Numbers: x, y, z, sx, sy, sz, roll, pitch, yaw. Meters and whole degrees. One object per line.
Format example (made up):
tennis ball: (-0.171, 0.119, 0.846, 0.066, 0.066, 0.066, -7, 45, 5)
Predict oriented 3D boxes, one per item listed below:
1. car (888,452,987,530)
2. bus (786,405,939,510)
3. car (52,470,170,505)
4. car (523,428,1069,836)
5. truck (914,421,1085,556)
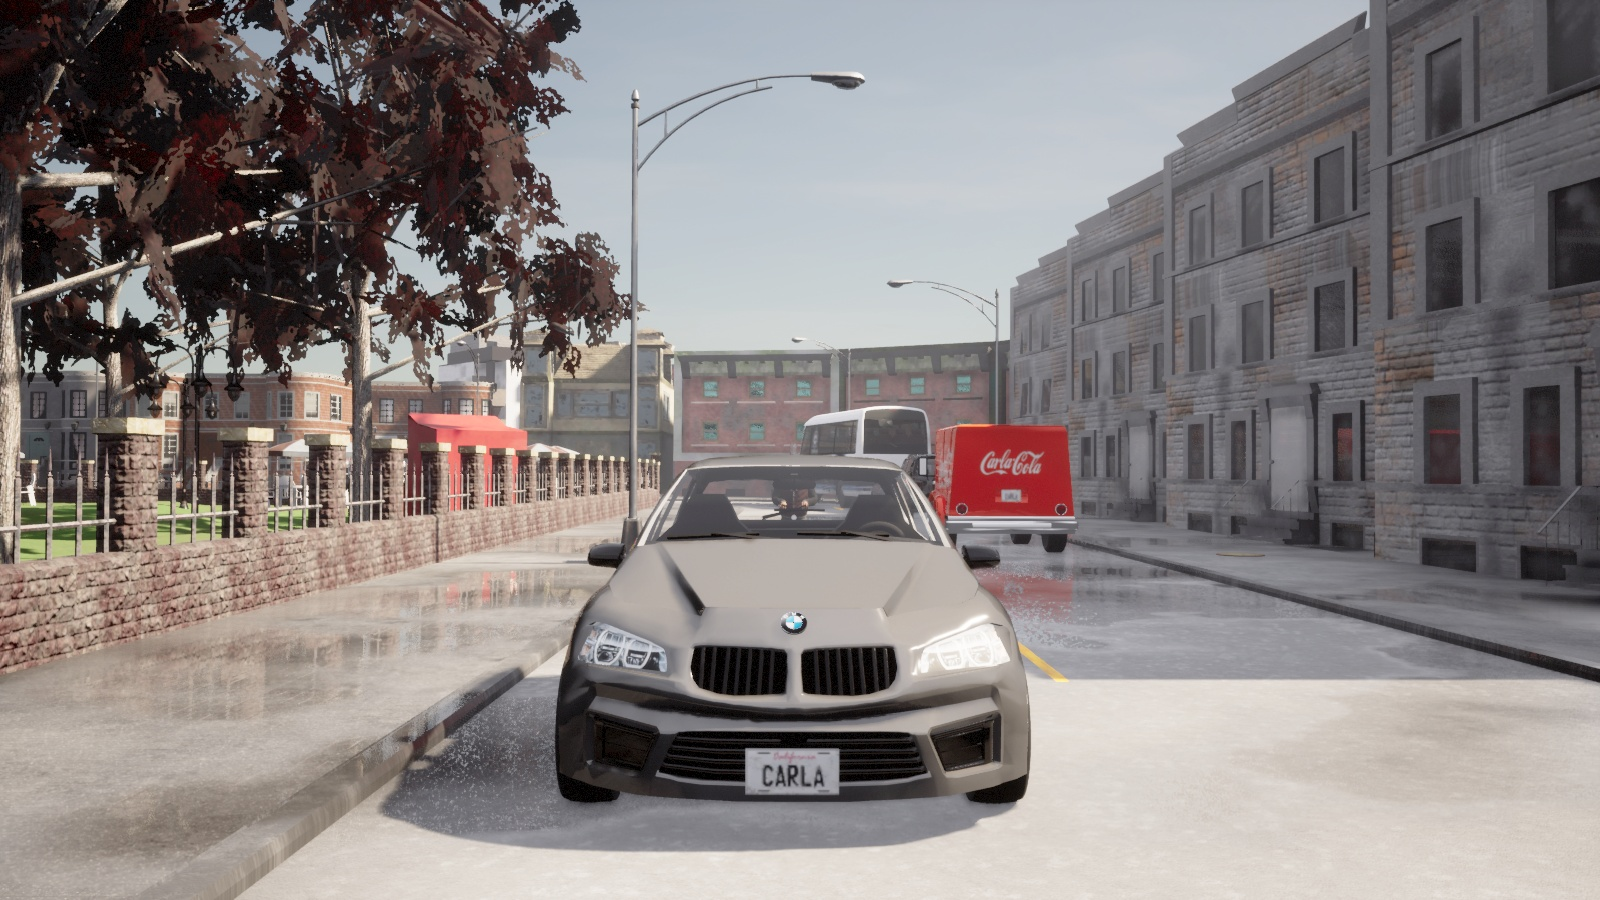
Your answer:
car: (3.836, 1.121, 35.976, 2.150, 2.045, 5.566, 0, -1, -1)
bus: (2.532, 0.371, 56.381, 3.944, 4.253, 10.273, 0, -1, -15)
car: (-33.943, 1.833, 61.977, 4.611, 1.667, 2.242, 0, -1, 0)
car: (-0.031, 0.784, 7.470, 2.242, 1.667, 4.611, 0, -1, 0)
truck: (3.884, 0.741, 25.617, 2.627, 2.467, 5.204, 0, -1, 0)
